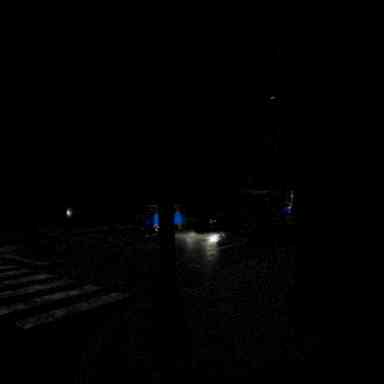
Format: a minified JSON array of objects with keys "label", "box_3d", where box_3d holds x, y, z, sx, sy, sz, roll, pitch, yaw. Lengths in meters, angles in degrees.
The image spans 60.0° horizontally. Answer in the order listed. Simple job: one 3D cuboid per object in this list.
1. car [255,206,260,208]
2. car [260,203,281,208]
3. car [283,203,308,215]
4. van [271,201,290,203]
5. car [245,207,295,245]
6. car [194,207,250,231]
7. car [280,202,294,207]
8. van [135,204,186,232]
[{"label":"car","box_3d":[4.415,2.083,31.753,2.008,1.369,4.403,-2,-2,36]},{"label":"car","box_3d":[7.680,2.167,36.268,1.947,1.339,4.313,-2,-2,36]},{"label":"car","box_3d":[14.108,2.261,45.163,1.752,1.417,4.829,-2,-2,36]},{"label":"van","box_3d":[10.941,2.010,40.789,1.690,1.788,3.998,-2,-2,36]},{"label":"car","box_3d":[4.789,1.784,17.724,1.967,1.590,4.097,-2,-2,36]},{"label":"car","box_3d":[2.076,1.901,24.113,1.882,1.535,5.008,0,-1,36]},{"label":"car","box_3d":[8.053,1.728,22.243,2.192,1.841,5.009,-2,-2,36]},{"label":"van","box_3d":[-2.116,1.734,22.726,1.690,1.788,3.998,-2,-2,36]}]
